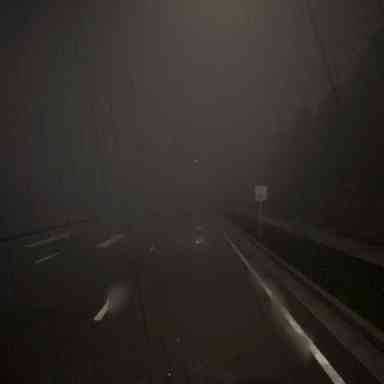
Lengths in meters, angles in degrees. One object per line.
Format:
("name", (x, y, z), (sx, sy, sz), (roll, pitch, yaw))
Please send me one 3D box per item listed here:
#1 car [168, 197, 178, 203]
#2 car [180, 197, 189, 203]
("car", (-5.745, 2.345, 93.222), (1.837, 1.490, 4.892), (0, -1, 1))
("car", (-2.240, 2.385, 93.401), (1.994, 1.385, 4.181), (0, -1, 1))
